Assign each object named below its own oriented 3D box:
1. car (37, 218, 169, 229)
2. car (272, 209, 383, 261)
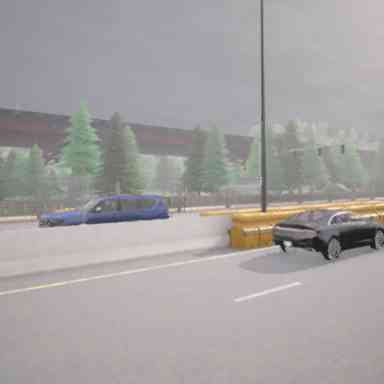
[{"bbox_3d":[-3.589,1.153,14.259,5.566,2.045,2.150,0,0,-35],"label":"car"},{"bbox_3d":[4.902,1.338,11.614,4.902,1.511,2.128,-1,1,-36],"label":"car"}]
